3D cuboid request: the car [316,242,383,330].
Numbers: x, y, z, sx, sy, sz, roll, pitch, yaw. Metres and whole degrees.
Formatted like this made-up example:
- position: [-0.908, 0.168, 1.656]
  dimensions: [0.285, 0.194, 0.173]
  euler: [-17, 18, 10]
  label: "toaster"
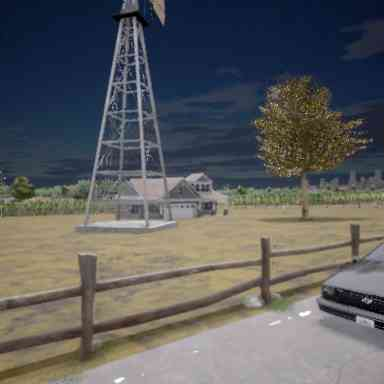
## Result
- position: [4.755, 1.599, 6.684]
  dimensions: [5.357, 1.411, 2.033]
  euler: [0, -1, -37]
  label: "car"
